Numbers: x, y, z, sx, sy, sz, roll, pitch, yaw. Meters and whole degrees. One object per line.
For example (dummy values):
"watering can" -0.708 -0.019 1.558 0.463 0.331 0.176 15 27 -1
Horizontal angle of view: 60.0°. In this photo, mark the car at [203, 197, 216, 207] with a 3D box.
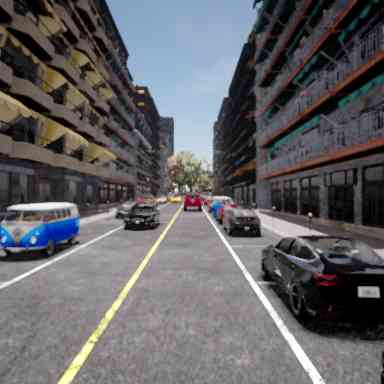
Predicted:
"car" 2.687 1.541 52.731 1.802 1.307 4.206 1 0 0

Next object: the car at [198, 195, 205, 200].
"car" 2.675 1.476 92.606 1.887 1.381 4.507 1 0 0

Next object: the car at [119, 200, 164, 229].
"car" -3.106 1.487 21.313 1.837 1.490 4.892 0 0 0

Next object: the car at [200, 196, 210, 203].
"car" 2.682 1.491 69.820 1.887 1.381 4.507 1 0 0

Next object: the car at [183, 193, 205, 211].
"car" 0.086 1.189 41.323 2.150 2.045 5.566 0 0 0

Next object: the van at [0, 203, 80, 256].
"van" -5.676 1.331 12.791 1.690 1.788 3.998 1 0 0

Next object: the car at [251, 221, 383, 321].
"car" 2.701 1.560 7.160 1.947 1.339 4.313 1 0 0

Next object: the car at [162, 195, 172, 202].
"car" -5.667 1.487 75.452 1.887 1.381 4.507 1 0 0

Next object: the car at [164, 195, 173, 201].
"car" -5.669 1.489 81.148 2.008 1.369 4.403 1 0 0

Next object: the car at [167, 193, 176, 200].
"car" -5.668 1.246 92.541 2.192 1.841 5.009 1 0 0

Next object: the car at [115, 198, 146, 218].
"car" -5.686 1.527 29.881 2.008 1.369 4.403 1 0 0

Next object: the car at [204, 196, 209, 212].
"car" 2.695 1.412 35.642 1.967 1.590 4.097 1 0 0

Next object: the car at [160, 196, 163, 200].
"car" -5.692 1.508 46.971 1.887 1.381 4.507 1 0 0

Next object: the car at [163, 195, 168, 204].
"car" -5.670 1.476 63.889 1.752 1.417 4.829 1 0 0

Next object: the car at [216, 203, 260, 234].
"car" 2.698 1.536 18.553 2.008 1.369 4.403 1 0 0

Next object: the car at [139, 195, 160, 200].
"car" -5.685 1.282 41.274 2.192 1.841 5.009 1 0 0

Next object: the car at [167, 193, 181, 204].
"car" -3.043 1.429 62.719 1.882 1.535 5.008 0 0 0

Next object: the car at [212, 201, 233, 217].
"car" 2.696 1.562 24.249 1.802 1.307 4.206 1 0 0

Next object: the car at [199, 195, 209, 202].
"car" 2.680 1.487 75.516 1.887 1.381 4.507 1 0 0

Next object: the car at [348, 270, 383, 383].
"car" 2.703 1.565 1.464 1.947 1.339 4.313 1 0 0

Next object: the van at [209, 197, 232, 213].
"van" 2.699 1.317 29.946 1.690 1.788 3.998 1 0 0
